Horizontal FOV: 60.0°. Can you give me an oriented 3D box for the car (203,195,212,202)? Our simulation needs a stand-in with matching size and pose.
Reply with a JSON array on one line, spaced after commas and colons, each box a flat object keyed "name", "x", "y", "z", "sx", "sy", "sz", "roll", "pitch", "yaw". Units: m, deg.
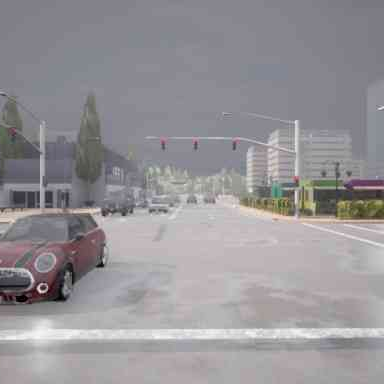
[{"name": "car", "x": 3.484, "y": 1.397, "z": 73.938, "sx": 1.812, "sy": 1.442, "sz": 4.674, "roll": 0, "pitch": 0, "yaw": 0}]

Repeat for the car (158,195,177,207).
[{"name": "car", "x": -3.607, "y": 1.500, "z": 49.042, "sx": 1.837, "sy": 1.490, "sz": 4.892, "roll": 0, "pitch": 1, "yaw": 0}]

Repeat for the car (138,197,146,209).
[{"name": "car", "x": -7.109, "y": 1.491, "z": 45.519, "sx": 2.128, "sy": 1.511, "sz": 4.902, "roll": 0, "pitch": 0, "yaw": 0}]

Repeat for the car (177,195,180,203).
[{"name": "car", "x": -3.515, "y": 1.353, "z": 68.271, "sx": 2.097, "sy": 1.767, "sz": 4.553, "roll": 0, "pitch": 0, "yaw": 0}]

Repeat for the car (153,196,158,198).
[{"name": "car", "x": -7.031, "y": 1.564, "z": 66.607, "sx": 1.994, "sy": 1.385, "sz": 4.181, "roll": 0, "pitch": 0, "yaw": 0}]

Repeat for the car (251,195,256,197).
[{"name": "car", "x": 17.770, "y": 1.156, "z": 83.939, "sx": 3.866, "sy": 1.878, "sz": 1.905, "roll": 0, "pitch": 0, "yaw": -2}]

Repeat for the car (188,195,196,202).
[{"name": "car", "x": -0.016, "y": 1.372, "z": 73.936, "sx": 1.837, "sy": 1.490, "sz": 4.892, "roll": 0, "pitch": 0, "yaw": 0}]

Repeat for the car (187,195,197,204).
[{"name": "car", "x": -0.014, "y": 1.491, "z": 63.662, "sx": 2.128, "sy": 1.511, "sz": 4.902, "roll": 0, "pitch": 0, "yaw": 0}]

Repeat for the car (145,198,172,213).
[{"name": "car", "x": -3.609, "y": 1.601, "z": 36.785, "sx": 1.895, "sy": 1.301, "sz": 4.718, "roll": 0, "pitch": 0, "yaw": 0}]

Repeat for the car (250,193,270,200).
[{"name": "car", "x": 17.750, "y": 1.153, "z": 86.834, "sx": 4.605, "sy": 1.855, "sz": 1.932, "roll": 0, "pitch": 0, "yaw": -2}]

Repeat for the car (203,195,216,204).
[{"name": "car", "x": 3.486, "y": 1.491, "z": 63.663, "sx": 2.128, "sy": 1.511, "sz": 4.902, "roll": 0, "pitch": 0, "yaw": 0}]

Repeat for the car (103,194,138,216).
[{"name": "car", "x": -7.121, "y": 1.221, "z": 32.443, "sx": 2.150, "sy": 2.045, "sz": 5.566, "roll": 0, "pitch": 0, "yaw": 1}]

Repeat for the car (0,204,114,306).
[{"name": "car", "x": -3.602, "y": 1.352, "z": 8.265, "sx": 2.097, "sy": 1.767, "sz": 4.553, "roll": 0, "pitch": 0, "yaw": 0}]
